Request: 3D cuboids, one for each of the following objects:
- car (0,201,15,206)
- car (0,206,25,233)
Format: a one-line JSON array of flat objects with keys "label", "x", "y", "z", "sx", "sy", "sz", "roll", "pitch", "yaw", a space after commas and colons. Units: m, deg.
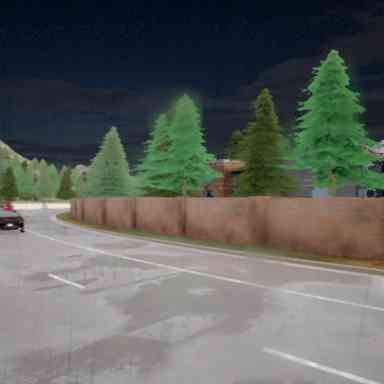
[{"label": "car", "x": -21.443, "y": 2.052, "z": 37.571, "sx": 2.150, "sy": 2.045, "sz": 5.566, "roll": 2, "pitch": -2, "yaw": -26}, {"label": "car", "x": -13.183, "y": 2.004, "z": 23.451, "sx": 1.882, "sy": 1.535, "sz": 5.008, "roll": 2, "pitch": -2, "yaw": -36}]
